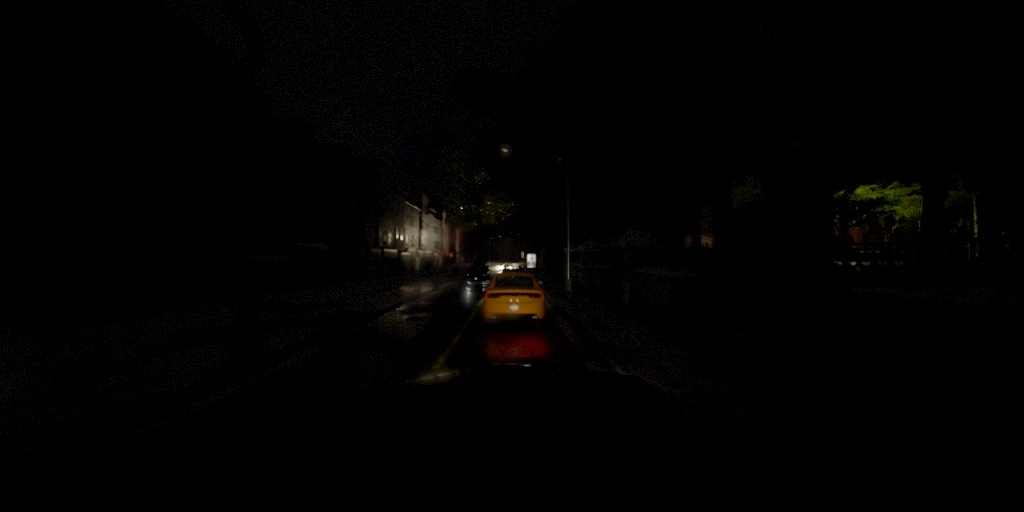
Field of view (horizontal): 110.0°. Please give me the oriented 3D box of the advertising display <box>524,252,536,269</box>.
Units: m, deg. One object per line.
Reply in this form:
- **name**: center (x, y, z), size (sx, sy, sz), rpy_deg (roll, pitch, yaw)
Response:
- **advertising display**: center (2.973, 0.867, 53.839), size (1.540, 2.440, 0.280), rpy_deg (0, 0, 0)

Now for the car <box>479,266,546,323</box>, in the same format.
- **car**: center (0.080, 1.305, 12.600), size (1.882, 1.535, 5.008), rpy_deg (0, 0, 0)

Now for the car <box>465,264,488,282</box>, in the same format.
- **car**: center (-2.871, 1.412, 31.155), size (2.033, 1.411, 5.357), rpy_deg (0, 0, 0)
